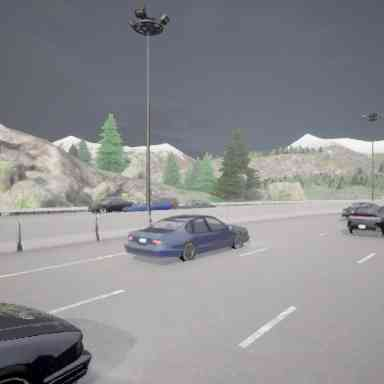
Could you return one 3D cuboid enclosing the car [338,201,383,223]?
[{"bbox_3d":[14.014,1.547,26.934,5.357,1.411,2.033,0,0,-42],"label":"car"}]

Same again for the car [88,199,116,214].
[{"bbox_3d":[-8.342,1.478,34.591,1.882,1.535,5.008,0,0,44],"label":"car"}]

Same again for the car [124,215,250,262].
[{"bbox_3d":[0.064,1.548,12.222,2.033,1.411,5.357,0,0,39],"label":"car"}]

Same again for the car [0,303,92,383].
[{"bbox_3d":[-3.311,1.547,2.047,2.033,1.411,5.357,0,0,35],"label":"car"}]

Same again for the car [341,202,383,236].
[{"bbox_3d":[10.069,1.491,18.131,2.128,1.511,4.902,0,0,44],"label":"car"}]

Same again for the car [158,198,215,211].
[{"bbox_3d":[-0.056,1.491,28.077,2.128,1.511,4.902,0,0,44],"label":"car"}]

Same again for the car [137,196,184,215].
[{"bbox_3d":[-3.262,1.352,34.783,4.553,1.767,2.097,0,0,-44],"label":"car"}]

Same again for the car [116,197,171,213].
[{"bbox_3d":[-3.813,1.477,29.205,1.882,1.535,5.008,0,0,44],"label":"car"}]
